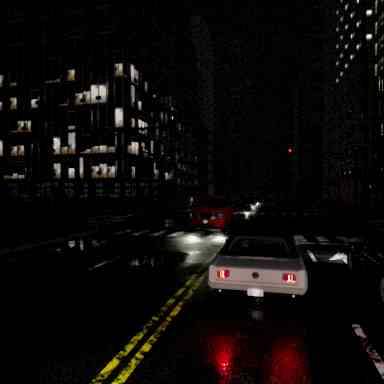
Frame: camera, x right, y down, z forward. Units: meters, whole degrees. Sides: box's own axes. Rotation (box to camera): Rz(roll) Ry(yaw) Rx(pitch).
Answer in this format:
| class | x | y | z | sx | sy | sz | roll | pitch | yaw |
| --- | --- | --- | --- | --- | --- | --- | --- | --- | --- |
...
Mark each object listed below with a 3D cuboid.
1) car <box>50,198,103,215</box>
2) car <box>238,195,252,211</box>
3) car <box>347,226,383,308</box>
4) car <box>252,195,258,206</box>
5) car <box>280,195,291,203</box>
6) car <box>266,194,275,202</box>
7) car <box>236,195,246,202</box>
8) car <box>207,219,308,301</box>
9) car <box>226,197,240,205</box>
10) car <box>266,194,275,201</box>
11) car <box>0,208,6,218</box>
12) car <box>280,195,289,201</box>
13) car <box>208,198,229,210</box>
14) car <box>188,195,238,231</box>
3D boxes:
| class | x | y | z | sx | sy | sz | roll | pitch | yaw |
| --- | --- | --- | --- | --- | --- | --- | --- | --- | --- |
| car | -10.765 | 1.301 | 31.027 | 5.008 | 1.535 | 1.882 | 1 | 2 | 14 |
| car | 5.898 | 1.456 | 39.819 | 1.882 | 1.535 | 5.008 | 0 | 0 | 12 |
| car | 4.870 | 1.501 | 7.481 | 1.837 | 1.490 | 4.892 | 0 | 0 | 14 |
| car | 9.325 | 1.489 | 54.331 | 1.812 | 1.442 | 4.674 | 0 | 0 | 14 |
| car | 19.768 | 1.473 | 69.620 | 2.033 | 1.411 | 5.357 | 0 | 0 | 13 |
| car | 16.712 | 1.529 | 70.814 | 1.895 | 1.301 | 4.718 | 0 | 0 | 13 |
| car | 11.212 | 1.425 | 75.761 | 1.837 | 1.490 | 4.892 | 0 | 0 | 13 |
| car | 1.744 | 1.597 | 8.396 | 1.895 | 1.301 | 4.718 | 0 | 0 | 14 |
| car | 7.517 | 1.558 | 60.656 | 1.895 | 1.301 | 4.718 | 0 | 0 | 14 |
| car | 19.035 | 1.285 | 80.509 | 2.128 | 1.511 | 4.902 | 0 | 0 | 13 |
| car | -17.210 | 1.434 | 26.801 | 4.313 | 1.339 | 1.947 | 1 | 1 | 15 |
| car | 22.203 | 1.355 | 79.780 | 1.895 | 1.301 | 4.718 | 0 | 0 | 13 |
| car | 3.647 | 1.522 | 44.633 | 2.033 | 1.411 | 5.357 | 0 | 0 | 14 |
| car | 1.378 | 1.264 | 21.140 | 2.150 | 2.045 | 5.566 | 1 | 1 | 14 |
